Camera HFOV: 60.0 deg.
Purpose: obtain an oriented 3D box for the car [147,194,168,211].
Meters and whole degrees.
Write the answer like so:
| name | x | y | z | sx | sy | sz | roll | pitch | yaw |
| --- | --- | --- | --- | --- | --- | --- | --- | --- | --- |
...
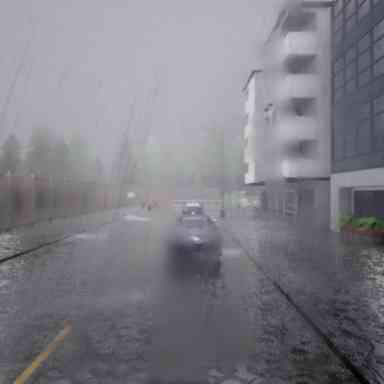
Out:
| name | x | y | z | sx | sy | sz | roll | pitch | yaw |
| --- | --- | --- | --- | --- | --- | --- | --- | --- | --- |
| car | -4.130 | 1.253 | 40.552 | 2.150 | 2.045 | 5.566 | 0 | 0 | -1 |

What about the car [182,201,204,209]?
| name | x | y | z | sx | sy | sz | roll | pitch | yaw |
| --- | --- | --- | --- | --- | --- | --- | --- | --- | --- |
| car | 0.089 | 1.547 | 29.177 | 1.812 | 1.442 | 4.674 | 0 | 0 | 0 |

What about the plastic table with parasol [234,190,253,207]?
| name | x | y | z | sx | sy | sz | roll | pitch | yaw |
| --- | --- | --- | --- | --- | --- | --- | --- | --- | --- |
| plastic table with parasol | 7.788 | 0.961 | 50.103 | 2.482 | 2.480 | 2.482 | 0 | 0 | 0 |

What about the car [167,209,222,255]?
| name | x | y | z | sx | sy | sz | roll | pitch | yaw |
| --- | --- | --- | --- | --- | --- | --- | --- | --- | --- |
| car | 0.096 | 1.573 | 13.354 | 1.994 | 1.385 | 4.181 | 0 | 0 | 0 |
